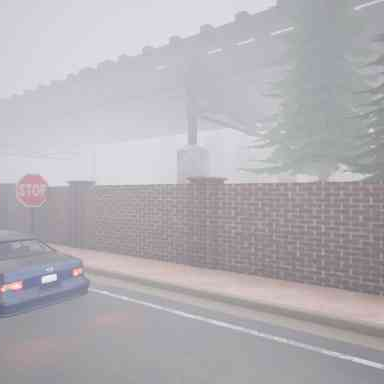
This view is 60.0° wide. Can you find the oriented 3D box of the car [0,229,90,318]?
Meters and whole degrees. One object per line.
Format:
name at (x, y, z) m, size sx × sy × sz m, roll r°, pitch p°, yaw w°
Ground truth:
car at (-4.519, 1.547, 7.220) m, size 5.357 × 1.411 × 2.033 m, roll 0°, pitch 0°, yaw 35°
